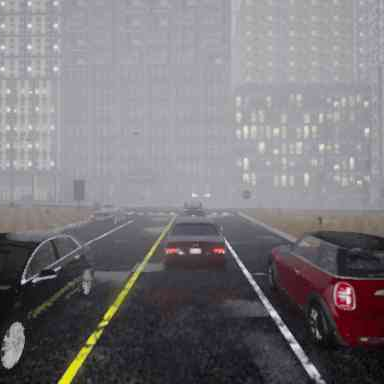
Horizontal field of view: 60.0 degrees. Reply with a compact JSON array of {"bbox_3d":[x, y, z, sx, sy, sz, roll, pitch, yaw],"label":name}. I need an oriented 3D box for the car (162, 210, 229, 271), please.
[{"bbox_3d":[0.091,1.524,10.834,2.033,1.411,5.357,0,0,0],"label":"car"}]

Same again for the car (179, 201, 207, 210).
[{"bbox_3d":[0.084,1.438,25.177,2.128,1.511,4.902,0,0,0],"label":"car"}]

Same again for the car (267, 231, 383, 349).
[{"bbox_3d":[2.699,1.427,6.228,1.967,1.590,4.097,1,0,0],"label":"car"}]

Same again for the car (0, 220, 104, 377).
[{"bbox_3d":[-3.101,1.493,5.579,1.837,1.490,4.892,0,0,0],"label":"car"}]

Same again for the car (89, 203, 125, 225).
[{"bbox_3d":[-5.814,1.501,23.162,2.008,1.369,4.403,1,0,0],"label":"car"}]
